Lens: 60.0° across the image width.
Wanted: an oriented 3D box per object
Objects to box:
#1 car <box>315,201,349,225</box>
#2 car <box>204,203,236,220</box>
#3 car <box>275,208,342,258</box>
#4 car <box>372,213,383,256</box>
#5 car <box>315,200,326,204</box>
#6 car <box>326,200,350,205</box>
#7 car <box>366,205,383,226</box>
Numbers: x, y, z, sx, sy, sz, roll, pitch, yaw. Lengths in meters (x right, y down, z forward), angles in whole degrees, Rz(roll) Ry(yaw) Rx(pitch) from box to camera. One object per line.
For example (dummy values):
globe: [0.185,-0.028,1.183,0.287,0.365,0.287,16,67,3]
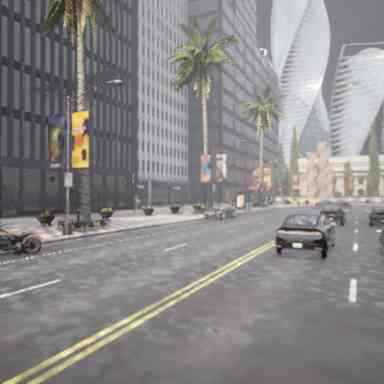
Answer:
car: [11.404,1.791,26.996,1.837,1.490,4.892,0,0,27]
car: [2.775,1.832,32.336,2.231,1.521,4.892,0,-1,27]
car: [4.708,1.637,13.577,2.128,1.511,4.902,0,-1,27]
car: [7.400,1.663,11.154,2.033,1.411,5.357,0,-1,27]
car: [26.277,2.233,66.084,2.033,1.411,5.357,-1,-1,45]
car: [28.022,2.198,62.917,2.033,1.411,5.357,-1,-1,45]
car: [14.539,1.770,25.439,1.837,1.490,4.892,0,0,27]
